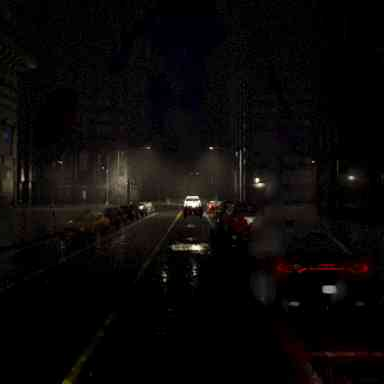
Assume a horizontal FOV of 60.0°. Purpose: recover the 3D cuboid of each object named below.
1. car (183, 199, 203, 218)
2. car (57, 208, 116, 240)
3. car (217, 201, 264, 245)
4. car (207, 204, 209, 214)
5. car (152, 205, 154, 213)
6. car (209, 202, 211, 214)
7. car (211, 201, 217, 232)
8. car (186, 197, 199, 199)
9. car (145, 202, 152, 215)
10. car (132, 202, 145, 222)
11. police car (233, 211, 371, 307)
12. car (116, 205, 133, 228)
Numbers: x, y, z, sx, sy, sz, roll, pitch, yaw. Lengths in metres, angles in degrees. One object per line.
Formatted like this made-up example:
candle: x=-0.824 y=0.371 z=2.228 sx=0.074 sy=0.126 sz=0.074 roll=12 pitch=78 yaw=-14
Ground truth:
car: x=0.113 y=1.796 z=33.418 sx=2.128 sy=1.511 sz=4.902 roll=0 pitch=-1 yaw=1
car: x=-5.737 y=1.688 z=18.079 sx=1.752 sy=1.417 sz=4.829 roll=0 pitch=-1 yaw=0
car: x=2.787 y=1.478 z=18.240 sx=2.192 sy=1.841 sz=5.009 roll=0 pitch=-1 yaw=0
car: x=2.824 y=1.814 z=40.783 sx=1.967 sy=1.590 sz=4.097 roll=0 pitch=-1 yaw=0
car: x=-5.700 y=1.926 z=40.794 sx=2.008 sy=1.369 sz=4.403 roll=0 pitch=-1 yaw=0
car: x=2.807 y=1.833 z=29.510 sx=1.947 sy=1.339 sz=4.313 roll=0 pitch=-1 yaw=0
car: x=2.796 y=1.530 z=23.876 sx=2.192 sy=1.841 sz=5.009 roll=0 pitch=-1 yaw=0
car: x=0.070 y=1.621 z=43.444 sx=2.150 sy=2.045 sz=5.566 roll=0 pitch=-1 yaw=0
car: x=-5.709 y=1.888 z=35.157 sx=1.947 sy=1.339 sz=4.313 roll=0 pitch=-1 yaw=0
car: x=-5.718 y=1.834 z=29.521 sx=1.947 sy=1.339 sz=4.313 roll=0 pitch=-1 yaw=0
police car: x=2.380 y=1.499 z=8.332 sx=1.930 sy=1.638 sz=5.238 roll=0 pitch=-1 yaw=0
car: x=-5.727 y=1.798 z=23.885 sx=1.802 sy=1.307 sz=4.206 roll=0 pitch=-1 yaw=0
